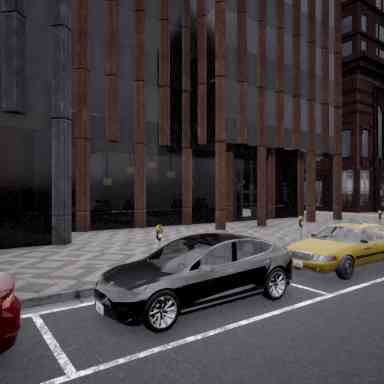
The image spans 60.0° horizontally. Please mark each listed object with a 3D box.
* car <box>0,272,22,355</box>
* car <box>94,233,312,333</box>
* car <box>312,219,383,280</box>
[{"bbox_3d":[-4.357,1.545,3.547,4.507,1.381,1.887,0,0,-35],"label":"car"},{"bbox_3d":[0.238,1.566,6.811,4.313,1.339,1.947,0,0,-35],"label":"car"},{"bbox_3d":[4.695,1.526,9.976,4.829,1.417,1.752,0,0,-35],"label":"car"}]
